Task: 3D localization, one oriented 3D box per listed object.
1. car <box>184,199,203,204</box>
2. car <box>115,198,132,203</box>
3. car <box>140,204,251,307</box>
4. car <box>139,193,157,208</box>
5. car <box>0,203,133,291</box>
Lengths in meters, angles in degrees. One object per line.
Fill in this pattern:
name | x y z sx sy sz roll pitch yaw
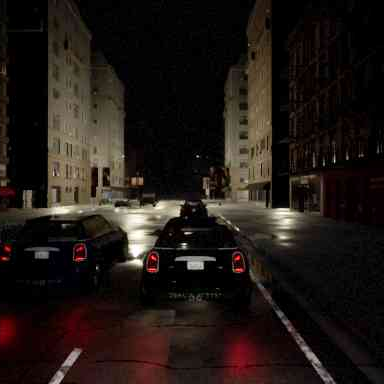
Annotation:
car | 0.118 1.362 26.112 2.097 1.767 4.553 0 0 0
car | -9.748 1.593 47.393 1.994 1.385 4.181 0 0 0
car | 0.101 1.353 8.160 2.097 1.767 4.553 0 0 1
car | -6.475 1.165 49.758 2.150 2.045 5.566 0 0 0
car | -3.148 1.353 9.156 2.097 1.767 4.553 0 0 1
